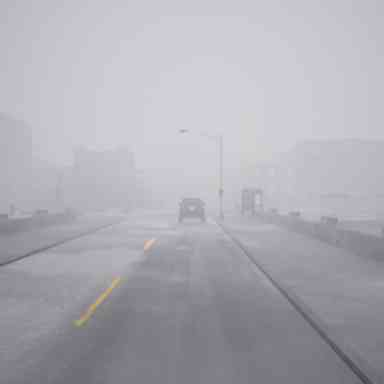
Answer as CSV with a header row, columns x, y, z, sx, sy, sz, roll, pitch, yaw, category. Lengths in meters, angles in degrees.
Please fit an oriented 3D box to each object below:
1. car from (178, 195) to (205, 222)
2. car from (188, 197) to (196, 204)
x,y,z,sx,sy,sz,roll,pitch,yaw,category
-0.016,1.489,29.000,2.150,2.045,5.566,0,0,0,car
-0.048,2.131,85.688,2.097,1.767,4.553,0,-1,0,car
